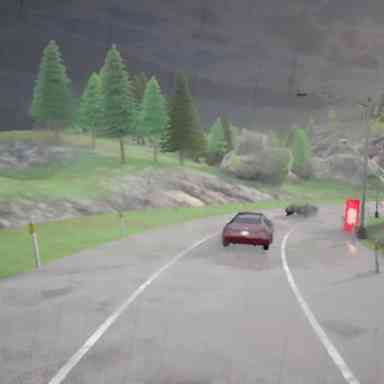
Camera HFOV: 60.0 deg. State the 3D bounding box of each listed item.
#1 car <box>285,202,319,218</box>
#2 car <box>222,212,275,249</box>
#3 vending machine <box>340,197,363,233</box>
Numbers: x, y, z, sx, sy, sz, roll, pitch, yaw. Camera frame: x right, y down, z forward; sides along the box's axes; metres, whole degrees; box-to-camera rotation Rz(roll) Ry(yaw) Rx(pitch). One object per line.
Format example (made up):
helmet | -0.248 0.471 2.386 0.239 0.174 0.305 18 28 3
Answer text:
car | 10.380 1.619 31.075 1.895 1.301 4.718 4 3 34
car | 2.632 1.592 14.930 1.994 1.385 4.181 2 0 16
vending machine | 10.387 1.476 21.664 1.100 2.100 0.880 8 8 26
